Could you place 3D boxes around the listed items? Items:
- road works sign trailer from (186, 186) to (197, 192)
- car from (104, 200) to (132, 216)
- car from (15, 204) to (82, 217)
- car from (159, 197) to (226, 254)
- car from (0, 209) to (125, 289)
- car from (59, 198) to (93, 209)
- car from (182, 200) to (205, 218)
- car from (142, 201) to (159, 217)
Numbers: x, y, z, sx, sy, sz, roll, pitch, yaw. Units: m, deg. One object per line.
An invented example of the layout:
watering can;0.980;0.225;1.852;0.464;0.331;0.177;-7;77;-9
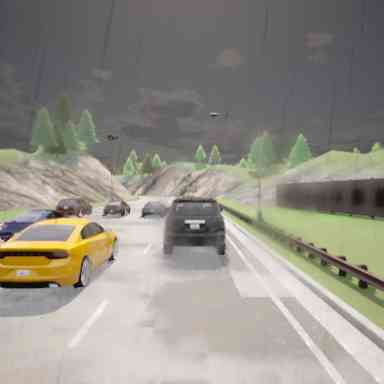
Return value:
road works sign trailer;-0.050;0.373;74.214;2.380;3.560;2.880;0;0;0
car;-6.900;1.488;30.887;1.812;1.442;4.674;0;0;0
car;-6.912;1.507;15.385;1.812;1.442;4.674;0;0;0
car;0.100;1.205;13.479;2.150;2.045;5.566;0;0;0
car;-3.410;1.466;9.193;1.882;1.535;5.008;0;0;0
car;-10.392;1.316;29.609;2.097;1.767;4.553;0;0;0
car;0.110;1.526;30.478;1.994;1.385;4.181;0;0;0
car;-3.391;1.526;30.420;1.994;1.385;4.181;0;0;0
